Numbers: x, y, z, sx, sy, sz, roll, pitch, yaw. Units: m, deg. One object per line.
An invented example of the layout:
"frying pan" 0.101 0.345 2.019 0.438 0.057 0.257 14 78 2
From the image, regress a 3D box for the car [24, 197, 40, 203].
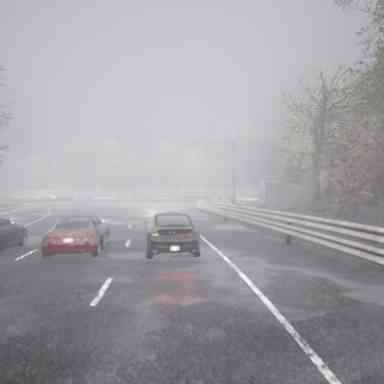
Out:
"car" -34.823 1.681 71.114 1.994 1.385 4.181 0 0 -45

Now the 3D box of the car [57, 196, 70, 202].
"car" -29.658 1.575 75.838 1.882 1.535 5.008 0 0 -45

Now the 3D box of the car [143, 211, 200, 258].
"car" -0.827 1.511 12.882 1.837 1.490 4.892 0 0 -7

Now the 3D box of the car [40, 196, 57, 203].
"car" -32.240 1.637 73.476 1.812 1.442 4.674 0 0 -45

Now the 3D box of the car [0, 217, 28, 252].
"car" -7.872 1.600 12.661 1.994 1.385 4.181 0 0 -8

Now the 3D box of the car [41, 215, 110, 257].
"car" -4.398 1.584 13.094 1.994 1.385 4.181 0 0 -8
